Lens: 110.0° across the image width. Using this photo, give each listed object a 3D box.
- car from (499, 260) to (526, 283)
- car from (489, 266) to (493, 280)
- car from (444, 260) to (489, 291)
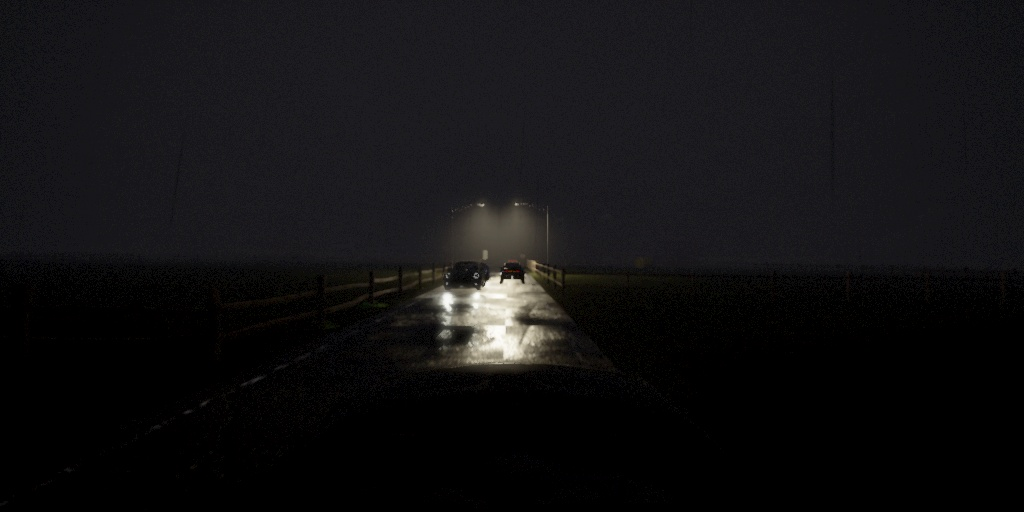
[{"bbox_3d":[0.044,1.230,27.729,1.837,1.490,4.892,0,1,1],"label":"car"},{"bbox_3d":[-2.742,1.247,29.753,1.812,1.442,4.674,0,0,0],"label":"car"},{"bbox_3d":[-2.751,1.080,21.806,2.097,1.767,4.553,0,0,0],"label":"car"}]
